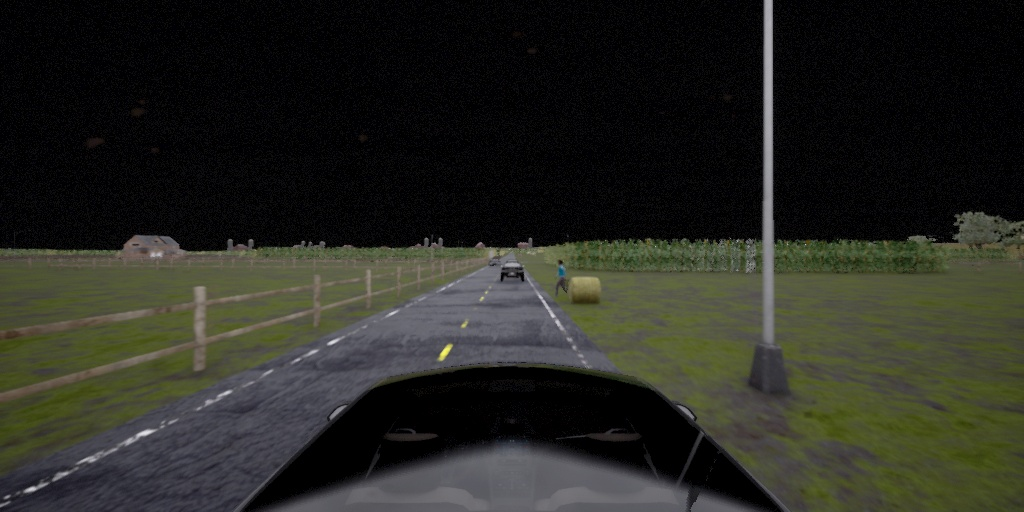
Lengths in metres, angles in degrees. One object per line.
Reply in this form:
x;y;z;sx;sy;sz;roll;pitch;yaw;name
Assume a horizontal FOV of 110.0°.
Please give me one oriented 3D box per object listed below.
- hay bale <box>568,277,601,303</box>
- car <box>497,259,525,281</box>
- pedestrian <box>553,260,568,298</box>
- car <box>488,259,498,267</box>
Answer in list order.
3.118;1.386;15.512;1.220;1.180;1.240;0;0;0;hay bale
0.038;1.182;29.726;1.882;1.535;5.008;0;0;0;car
2.245;1.026;16.607;0.375;1.860;0.375;-1;1;-1;pedestrian
-2.827;1.182;59.634;1.994;1.385;4.181;0;0;1;car
